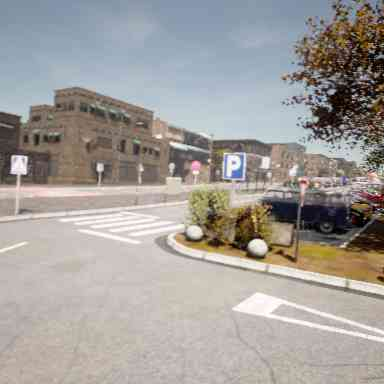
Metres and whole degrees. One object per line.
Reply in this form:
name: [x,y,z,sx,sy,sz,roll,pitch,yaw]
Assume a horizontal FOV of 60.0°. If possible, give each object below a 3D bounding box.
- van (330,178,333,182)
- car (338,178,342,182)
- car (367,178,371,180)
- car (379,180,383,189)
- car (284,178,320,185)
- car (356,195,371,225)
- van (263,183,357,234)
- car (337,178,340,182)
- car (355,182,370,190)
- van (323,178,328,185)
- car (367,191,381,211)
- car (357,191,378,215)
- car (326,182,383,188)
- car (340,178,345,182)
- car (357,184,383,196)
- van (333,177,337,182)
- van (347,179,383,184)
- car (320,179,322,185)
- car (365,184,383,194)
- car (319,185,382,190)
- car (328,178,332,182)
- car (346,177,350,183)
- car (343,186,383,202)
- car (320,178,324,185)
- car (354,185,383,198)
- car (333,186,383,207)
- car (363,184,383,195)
van: [27.172,-2.045,71.587,4.442,1.987,1.878,5,5,34]
car: [32.001,-2.073,78.482,4.674,1.452,2.002,5,5,34]
car: [35.315,-0.981,60.220,5.566,2.045,2.435,5,5,34]
car: [46.324,-1.681,76.221,5.566,2.045,2.435,5,5,34]
car: [19.339,-1.596,59.967,5.566,2.045,2.435,5,5,34]
car: [7.177,0.975,18.982,4.792,1.488,2.163,5,5,34]
van: [5.502,0.805,16.759,4.442,1.987,1.878,5,5,34]
car: [30.444,-1.976,76.147,4.792,1.488,2.163,5,5,34]
car: [35.752,-1.304,69.838,2.033,1.411,5.357,5,5,34]
van: [24.201,-1.841,66.827,4.442,1.987,1.878,5,5,34]
car: [10.308,0.787,23.563,4.792,1.488,2.163,5,5,34]
car: [8.567,0.833,21.392,5.366,1.575,1.946,5,5,34]
car: [15.011,0.351,30.421,4.553,1.767,2.185,5,5,34]
car: [33.591,-2.219,80.786,4.892,1.521,2.231,5,5,34]
car: [27.349,-0.283,48.874,5.366,1.575,1.946,5,5,34]
van: [28.945,-2.126,73.768,4.442,1.987,1.878,5,5,34]
van: [21.346,-0.114,39.528,4.442,1.987,1.878,5,5,34]
car: [20.781,-1.453,62.385,5.366,1.575,1.946,5,5,34]
car: [30.638,-0.450,53.346,4.892,1.521,2.231,5,5,34]
car: [13.420,0.568,28.153,5.008,1.535,2.097,5,5,34]
car: [25.672,-1.717,69.224,5.008,1.535,2.097,5,5,34]
car: [36.736,-2.697,85.412,5.566,2.045,2.435,5,5,34]
car: [19.672,0.235,37.324,4.674,1.452,2.002,5,5,34]
car: [22.515,-1.490,64.596,4.674,1.452,2.002,5,5,34]
car: [24.346,-0.055,44.207,4.792,1.488,2.163,5,5,34]
car: [11.845,0.662,25.870,4.892,1.521,2.231,5,5,34]
car: [29.090,-0.328,51.045,4.792,1.488,2.163,5,5,34]
